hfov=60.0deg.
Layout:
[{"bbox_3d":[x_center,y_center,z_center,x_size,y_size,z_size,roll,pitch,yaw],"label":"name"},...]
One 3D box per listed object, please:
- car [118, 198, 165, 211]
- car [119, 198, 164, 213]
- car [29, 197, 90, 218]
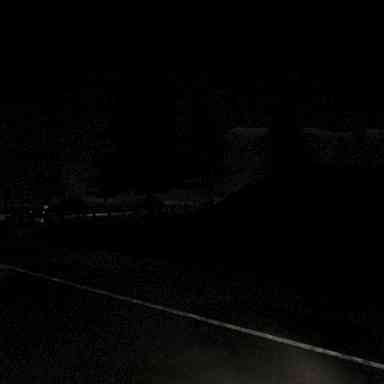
[{"bbox_3d":[-5.973,1.448,39.919,5.357,1.411,2.033,0,0,-42],"label":"car"},{"bbox_3d":[-5.234,1.403,35.810,4.902,1.511,2.128,0,0,-42],"label":"car"},{"bbox_3d":[-11.435,1.260,29.394,2.097,1.767,4.553,0,0,41],"label":"car"}]
